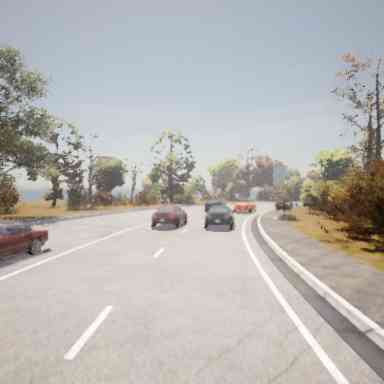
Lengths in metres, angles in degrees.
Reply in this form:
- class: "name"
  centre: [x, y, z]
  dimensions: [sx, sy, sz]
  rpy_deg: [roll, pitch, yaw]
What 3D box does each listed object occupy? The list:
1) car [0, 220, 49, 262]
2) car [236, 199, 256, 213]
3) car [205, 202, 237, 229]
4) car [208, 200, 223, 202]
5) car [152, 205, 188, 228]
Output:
- class: "car"
  centre: [-6.636, 1.640, 10.779]
  dimensions: [1.895, 1.301, 4.718]
  rpy_deg: [0, 0, 4]
- class: "car"
  centre: [6.521, 1.586, 40.660]
  dimensions: [2.097, 1.767, 4.553]
  rpy_deg: [0, 0, 19]
- class: "car"
  centre: [1.950, 1.651, 22.778]
  dimensions: [1.812, 1.442, 4.674]
  rpy_deg: [0, 0, 9]
- class: "car"
  centre: [3.015, 1.699, 41.251]
  dimensions: [1.882, 1.535, 5.008]
  rpy_deg: [0, 0, 18]
- class: "car"
  centre: [-1.504, 1.642, 23.269]
  dimensions: [1.812, 1.442, 4.674]
  rpy_deg: [0, 0, 9]
